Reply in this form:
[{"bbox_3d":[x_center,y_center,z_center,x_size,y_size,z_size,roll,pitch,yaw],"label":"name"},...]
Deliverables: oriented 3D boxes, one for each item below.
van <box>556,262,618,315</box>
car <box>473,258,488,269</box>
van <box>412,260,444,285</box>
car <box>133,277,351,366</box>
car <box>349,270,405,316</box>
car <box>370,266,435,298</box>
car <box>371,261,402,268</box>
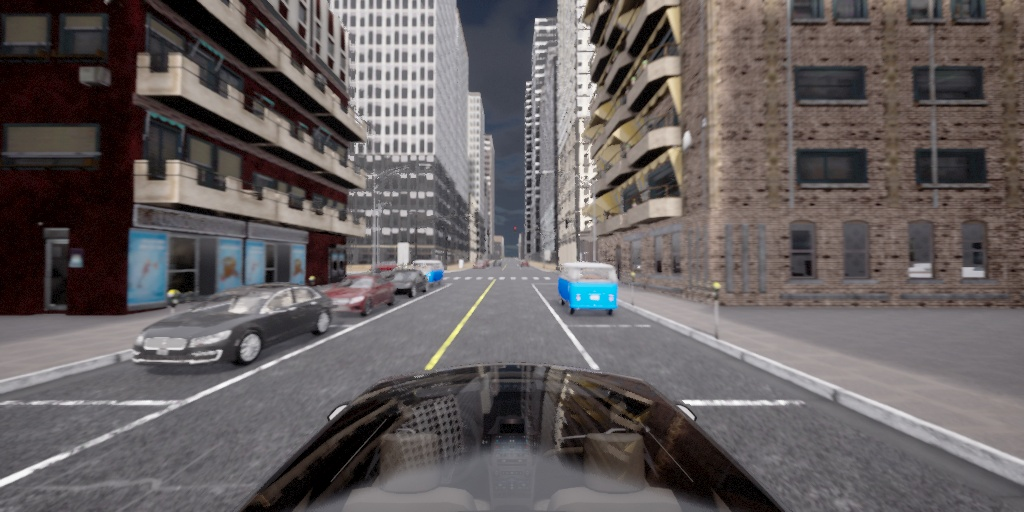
[{"bbox_3d":[2.693,1.136,13.569,1.690,1.789,3.998,0,0,0],"label":"van"},{"bbox_3d":[-5.684,1.421,62.663,1.967,1.591,4.097,0,0,0],"label":"car"},{"bbox_3d":[-5.824,1.178,24.598,1.690,1.789,3.998,0,0,0],"label":"van"},{"bbox_3d":[-5.656,1.325,7.976,2.007,1.370,4.403,0,0,0],"label":"car"},{"bbox_3d":[-5.655,1.378,13.517,1.802,1.307,4.207,0,0,0],"label":"car"},{"bbox_3d":[-5.655,1.382,19.056,1.948,1.339,4.313,0,0,0],"label":"car"},{"bbox_3d":[-16.488,1.422,47.228,4.097,1.591,1.967,0,0,0],"label":"car"}]
